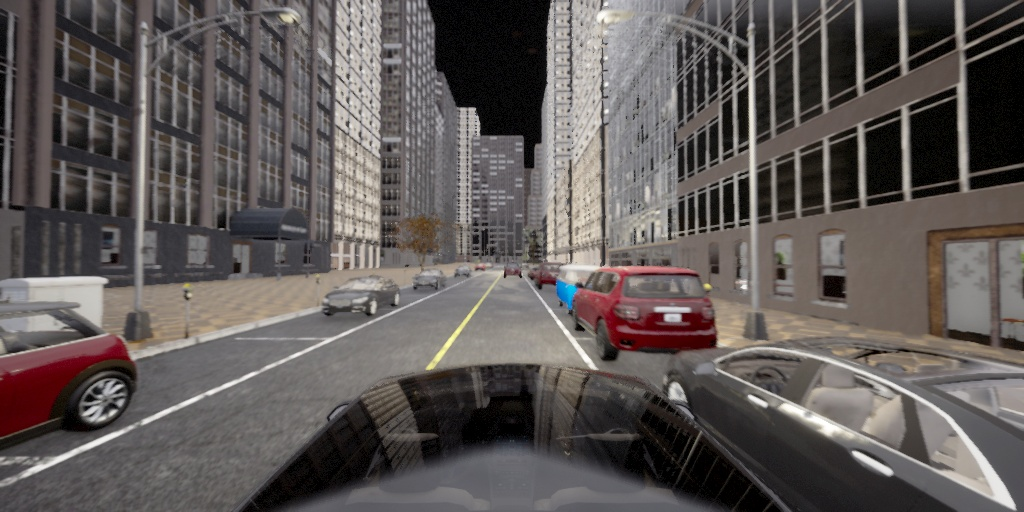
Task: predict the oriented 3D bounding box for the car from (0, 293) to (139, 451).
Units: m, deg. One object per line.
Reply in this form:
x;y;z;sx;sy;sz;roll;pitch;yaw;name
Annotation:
-5.690;1.202;2.720;1.967;1.591;4.097;0;0;0;car

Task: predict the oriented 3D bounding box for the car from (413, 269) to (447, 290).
-5.700;1.590;25.290;2.007;1.370;4.403;0;0;0;car

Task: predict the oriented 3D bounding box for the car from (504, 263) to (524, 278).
0.082;1.603;42.549;2.097;1.767;4.553;0;-1;0;car

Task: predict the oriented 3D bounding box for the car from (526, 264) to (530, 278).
2.677;1.761;36.598;1.802;1.307;4.207;0;0;0;car

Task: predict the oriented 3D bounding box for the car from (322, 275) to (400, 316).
-5.695;1.452;14.005;2.007;1.370;4.403;0;0;0;car

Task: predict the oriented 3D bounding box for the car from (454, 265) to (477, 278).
-5.706;1.798;42.217;2.007;1.370;4.403;0;0;0;car

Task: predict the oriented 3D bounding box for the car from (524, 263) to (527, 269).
2.675;1.773;42.409;1.751;1.417;4.829;0;0;0;car

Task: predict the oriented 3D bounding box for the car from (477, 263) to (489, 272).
-5.715;2.064;64.786;1.888;1.381;4.507;0;0;0;car

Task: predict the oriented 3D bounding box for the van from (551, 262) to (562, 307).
2.686;1.243;14.035;1.690;1.789;3.998;0;0;0;van

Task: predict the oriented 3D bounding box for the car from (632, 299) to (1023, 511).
2.690;1.314;2.752;2.007;1.370;4.403;0;0;0;car

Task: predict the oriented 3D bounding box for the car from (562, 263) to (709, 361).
2.688;1.148;8.393;2.192;1.841;5.009;0;0;0;car

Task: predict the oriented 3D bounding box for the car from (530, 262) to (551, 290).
2.682;1.356;25.316;2.192;1.841;5.009;0;0;0;car
